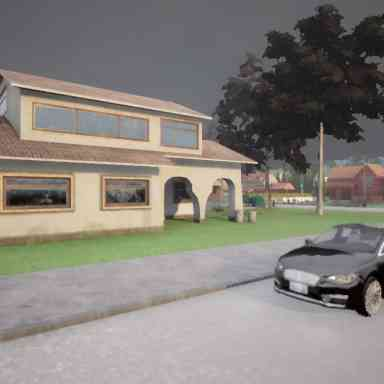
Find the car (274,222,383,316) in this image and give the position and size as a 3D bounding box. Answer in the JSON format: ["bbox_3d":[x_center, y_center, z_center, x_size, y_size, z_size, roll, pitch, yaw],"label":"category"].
[{"bbox_3d":[3.906,1.493,7.597,4.902,1.511,2.128,0,0,-37],"label":"car"}]
